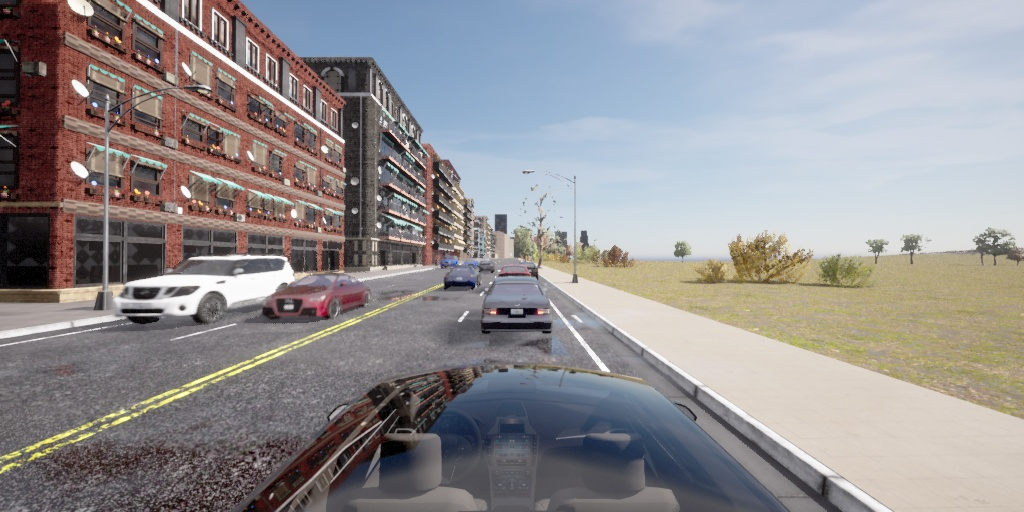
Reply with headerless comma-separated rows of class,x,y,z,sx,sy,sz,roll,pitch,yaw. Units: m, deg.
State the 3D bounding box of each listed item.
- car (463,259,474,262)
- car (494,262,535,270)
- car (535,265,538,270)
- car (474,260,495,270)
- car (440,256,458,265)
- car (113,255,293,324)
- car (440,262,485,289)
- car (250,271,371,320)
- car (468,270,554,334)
car,-6.465,1.229,55.520,1.882,1.535,5.008,0,0,0
car,0.147,1.230,21.146,1.882,1.535,5.008,0,0,0
car,1.204,1.231,30.584,1.882,1.535,5.008,0,0,0
car,-3.053,1.244,43.535,2.128,1.511,4.902,0,0,0
car,-9.713,0.972,55.873,2.150,2.045,5.566,0,0,0
car,-9.829,0.973,12.266,2.150,2.045,5.566,0,0,0
car,-3.102,1.316,23.079,1.994,1.385,4.181,0,0,0
car,-6.577,1.316,12.564,1.994,1.385,4.181,0,0,0
car,0.119,1.299,10.606,2.033,1.411,5.357,0,0,0
